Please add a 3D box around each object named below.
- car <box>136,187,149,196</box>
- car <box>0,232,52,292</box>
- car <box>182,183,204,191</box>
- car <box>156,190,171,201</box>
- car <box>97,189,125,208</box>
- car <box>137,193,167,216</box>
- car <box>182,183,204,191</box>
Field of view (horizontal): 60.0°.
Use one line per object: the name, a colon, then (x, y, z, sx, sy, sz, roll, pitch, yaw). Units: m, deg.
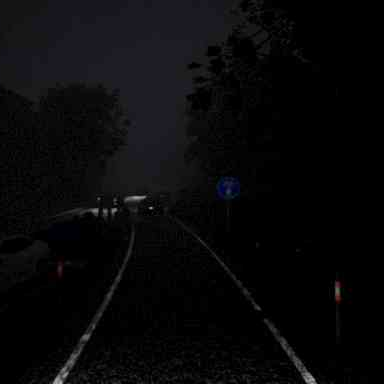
car: (-8.530, -0.135, 57.889, 2.128, 1.511, 4.902, 0, 2, -1)
car: (-5.241, 1.800, 8.367, 2.002, 1.452, 4.674, 2, 0, 3)
car: (0.489, -1.235, 88.591, 5.566, 2.045, 2.435, 0, 1, -22)
car: (-3.977, 0.426, 45.173, 1.994, 1.385, 4.181, 0, 2, -1)
car: (-8.299, 0.654, 34.286, 2.097, 1.767, 4.553, 0, 2, -1)
car: (-3.359, 1.121, 27.515, 1.994, 1.385, 4.181, 0, 2, -6)
car: (0.311, -1.274, 91.514, 5.566, 2.045, 2.435, 0, 1, -23)
